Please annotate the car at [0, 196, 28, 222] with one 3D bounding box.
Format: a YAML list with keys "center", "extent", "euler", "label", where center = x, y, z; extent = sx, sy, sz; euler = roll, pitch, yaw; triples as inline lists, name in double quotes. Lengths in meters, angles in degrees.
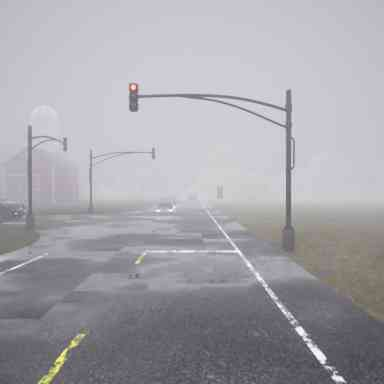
- center: [-15.205, 1.093, 24.628]
  extent: [5.566, 2.045, 2.150]
  euler: [0, 1, -4]
  label: "car"

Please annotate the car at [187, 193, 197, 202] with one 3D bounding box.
- center: [0.067, 1.134, 74.720]
  extent: [2.150, 2.045, 5.566]
  euler: [0, 0, 0]
  label: "car"

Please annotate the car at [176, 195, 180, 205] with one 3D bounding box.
- center: [-3.546, 1.515, 55.006]
  extent: [1.994, 1.385, 4.181]
  euler: [0, 0, 0]
  label: "car"

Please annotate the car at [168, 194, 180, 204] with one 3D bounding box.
- center: [-3.486, 1.286, 65.031]
  extent: [2.097, 1.767, 4.553]
  euler: [0, 0, 1]
  label: "car"

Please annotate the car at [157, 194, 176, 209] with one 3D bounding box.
- center: [-3.561, 1.443, 45.112]
  extent: [1.882, 1.535, 5.008]
  euler: [0, 0, 0]
  label: "car"
